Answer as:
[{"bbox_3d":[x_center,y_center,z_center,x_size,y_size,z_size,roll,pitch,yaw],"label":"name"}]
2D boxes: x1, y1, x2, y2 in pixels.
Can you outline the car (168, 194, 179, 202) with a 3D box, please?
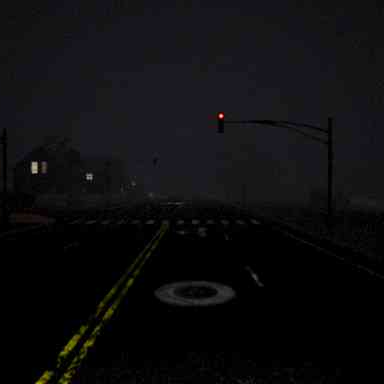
[{"bbox_3d":[-3.247,1.155,60.729,2.033,1.411,5.357,0,1,0],"label":"car"}]
